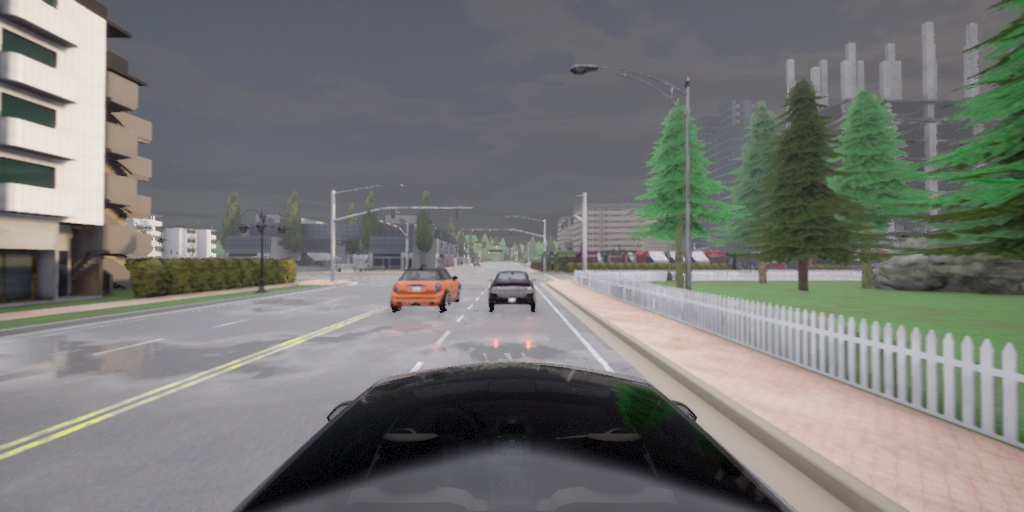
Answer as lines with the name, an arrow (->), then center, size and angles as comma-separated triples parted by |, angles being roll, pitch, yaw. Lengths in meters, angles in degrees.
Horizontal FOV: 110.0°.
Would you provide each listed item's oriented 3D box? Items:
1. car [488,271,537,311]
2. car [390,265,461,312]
car -> 0.023, 1.395, 15.339 | 2.128, 1.511, 4.902 | 0, 0, 1
car -> -3.476, 1.252, 15.257 | 2.097, 1.767, 4.553 | 0, -1, 1
